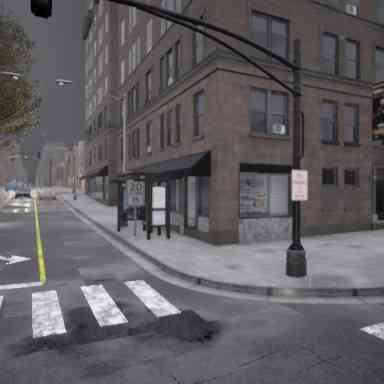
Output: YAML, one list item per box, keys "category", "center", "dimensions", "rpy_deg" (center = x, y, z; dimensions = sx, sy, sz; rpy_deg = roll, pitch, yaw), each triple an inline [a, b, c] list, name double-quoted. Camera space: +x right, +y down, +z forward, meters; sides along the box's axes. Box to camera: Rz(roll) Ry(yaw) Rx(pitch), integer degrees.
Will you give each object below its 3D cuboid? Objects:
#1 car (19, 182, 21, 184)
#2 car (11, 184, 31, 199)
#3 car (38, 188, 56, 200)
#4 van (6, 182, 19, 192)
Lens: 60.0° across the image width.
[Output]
- category: "car"
  center: [-36.287, -0.862, 67.096]
  dimensions: [2.008, 1.369, 4.403]
  rpy_deg: [2, 1, -26]
- category: "car"
  center: [-22.271, 0.035, 43.944]
  dimensions: [2.033, 1.411, 5.357]
  rpy_deg: [0, 3, -26]
- category: "car"
  center: [-18.518, 0.188, 42.577]
  dimensions: [1.812, 1.442, 4.674]
  rpy_deg: [0, 3, -25]
- category: "van"
  center: [-34.839, -0.977, 64.104]
  dimensions: [1.690, 1.788, 3.998]
  rpy_deg: [2, 1, -26]
